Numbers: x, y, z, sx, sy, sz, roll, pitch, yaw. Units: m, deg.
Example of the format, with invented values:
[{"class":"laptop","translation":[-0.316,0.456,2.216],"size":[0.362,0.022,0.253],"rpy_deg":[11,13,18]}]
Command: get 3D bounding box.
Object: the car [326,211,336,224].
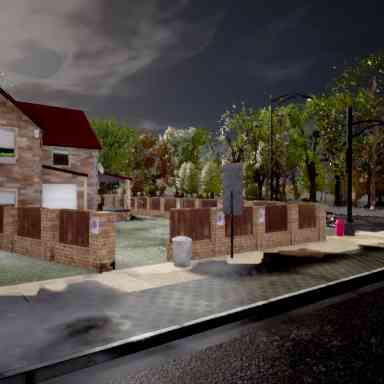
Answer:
[{"class":"car","translation":[7.684,1.469,23.349],"size":[1.812,1.442,4.674],"rpy_deg":[0,0,-36]}]
